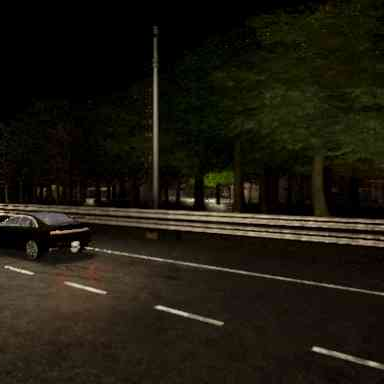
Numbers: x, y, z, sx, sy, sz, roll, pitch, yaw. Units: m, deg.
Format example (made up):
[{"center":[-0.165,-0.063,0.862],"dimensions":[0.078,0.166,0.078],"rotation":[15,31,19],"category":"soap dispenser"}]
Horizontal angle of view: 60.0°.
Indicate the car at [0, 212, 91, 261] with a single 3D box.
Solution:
[{"center":[-5.796,1.493,12.303],"dimensions":[4.902,1.511,2.128],"rotation":[0,0,35],"category":"car"}]
